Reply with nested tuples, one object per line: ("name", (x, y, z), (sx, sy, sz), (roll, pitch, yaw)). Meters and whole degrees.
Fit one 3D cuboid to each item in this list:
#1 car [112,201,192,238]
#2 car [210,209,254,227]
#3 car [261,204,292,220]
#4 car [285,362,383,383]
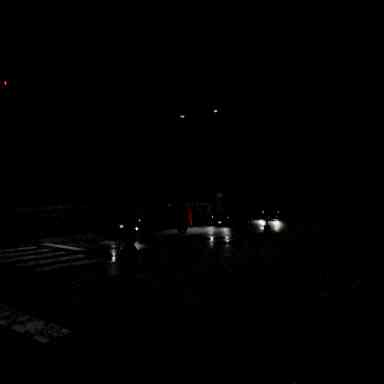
("car", (-2.215, 1.564, 20.276), (2.150, 2.045, 5.566), (0, -1, 35))
("car", (3.490, 2.145, 28.287), (1.895, 1.301, 4.718), (0, -1, 36))
("car", (9.314, 2.107, 36.458), (2.097, 1.767, 4.553), (0, -1, 35))
("car", (2.352, 1.551, 1.274), (4.403, 1.369, 2.008), (0, 0, 36))
